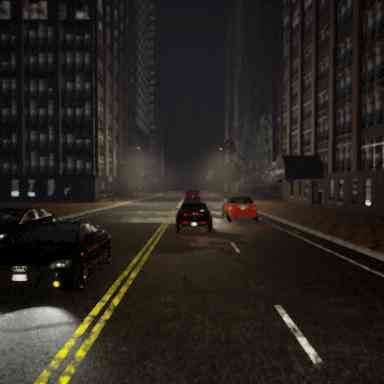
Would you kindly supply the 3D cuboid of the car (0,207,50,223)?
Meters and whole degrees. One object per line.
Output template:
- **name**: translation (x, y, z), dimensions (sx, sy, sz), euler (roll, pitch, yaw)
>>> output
- **car**: translation (-6.596, 1.330, 12.301), dimensions (2.128, 1.511, 4.902), euler (0, 1, 0)

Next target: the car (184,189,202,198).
- **car**: translation (0.100, 0.618, 44.350), dimensions (2.150, 2.045, 5.566), euler (0, 0, 0)

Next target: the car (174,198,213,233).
- **car**: translation (0.100, 1.264, 18.062), dimensions (1.837, 1.490, 4.892), euler (0, 0, 0)

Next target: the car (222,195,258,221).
- **car**: translation (3.347, 1.039, 23.843), dimensions (2.097, 1.767, 4.553), euler (0, 1, 0)

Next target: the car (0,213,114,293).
- **car**: translation (-3.347, 1.453, 8.443), dimensions (1.994, 1.385, 4.181), euler (0, 1, 0)
